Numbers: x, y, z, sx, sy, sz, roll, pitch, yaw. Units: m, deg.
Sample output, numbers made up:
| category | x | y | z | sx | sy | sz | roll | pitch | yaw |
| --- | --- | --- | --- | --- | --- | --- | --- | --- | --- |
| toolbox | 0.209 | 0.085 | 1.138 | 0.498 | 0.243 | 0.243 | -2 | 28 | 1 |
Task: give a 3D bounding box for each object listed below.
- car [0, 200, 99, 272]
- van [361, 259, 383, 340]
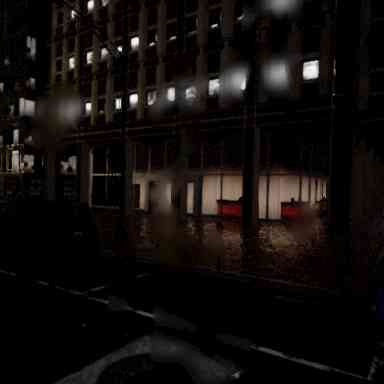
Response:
| category | x | y | z | sx | sy | sz | roll | pitch | yaw |
| --- | --- | --- | --- | --- | --- | --- | --- | --- | --- |
| car | -5.046 | 1.159 | 10.299 | 5.009 | 1.841 | 2.192 | 1 | 1 | 34 |
| van | 4.341 | 1.398 | 3.892 | 3.998 | 1.788 | 1.690 | 1 | 1 | 34 |
